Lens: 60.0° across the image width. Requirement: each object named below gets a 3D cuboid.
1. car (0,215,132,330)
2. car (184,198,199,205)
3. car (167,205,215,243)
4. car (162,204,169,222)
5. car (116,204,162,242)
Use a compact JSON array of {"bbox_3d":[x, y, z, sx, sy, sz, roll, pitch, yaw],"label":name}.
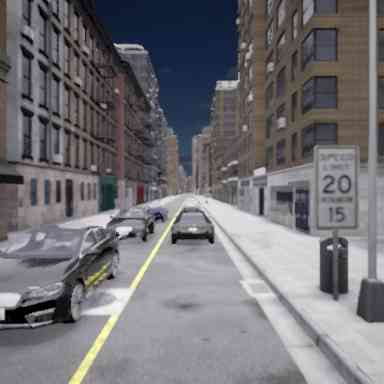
[{"bbox_3d":[-2.872,1.501,7.239,2.128,1.511,4.902,0,0,0],"label":"car"},{"bbox_3d":[-0.091,1.538,42.411,1.812,1.442,4.674,0,0,0],"label":"car"},{"bbox_3d":[0.029,1.572,16.247,1.994,1.385,4.181,0,0,0],"label":"car"},{"bbox_3d":[-2.919,1.617,26.534,1.895,1.301,4.718,0,0,0],"label":"car"},{"bbox_3d":[-2.909,1.505,16.652,2.128,1.511,4.902,0,0,0],"label":"car"}]
